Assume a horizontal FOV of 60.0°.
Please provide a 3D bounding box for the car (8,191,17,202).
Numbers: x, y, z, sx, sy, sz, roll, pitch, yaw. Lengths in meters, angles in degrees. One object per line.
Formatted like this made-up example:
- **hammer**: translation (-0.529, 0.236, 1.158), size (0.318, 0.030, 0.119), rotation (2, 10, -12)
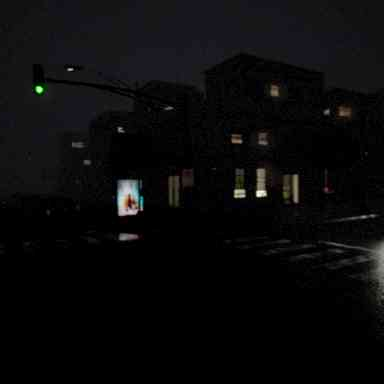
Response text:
- **car**: translation (-26.219, 0.715, 50.419), size (2.008, 1.369, 4.403), rotation (-3, 2, -31)

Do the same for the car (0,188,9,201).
- **car**: translation (-30.802, 0.416, 52.928), size (2.150, 2.045, 5.566), rotation (-2, 2, -31)

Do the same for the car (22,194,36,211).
- **car**: translation (-14.362, 1.014, 30.962), size (1.802, 1.307, 4.206), rotation (-3, 2, -31)

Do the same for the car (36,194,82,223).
- **car**: translation (-8.438, 1.009, 21.228), size (1.967, 1.590, 4.097), rotation (-3, 2, -31)

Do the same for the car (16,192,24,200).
- **car**: translation (-17.327, 0.915, 35.826), size (2.008, 1.369, 4.403), rotation (-3, 2, -31)
